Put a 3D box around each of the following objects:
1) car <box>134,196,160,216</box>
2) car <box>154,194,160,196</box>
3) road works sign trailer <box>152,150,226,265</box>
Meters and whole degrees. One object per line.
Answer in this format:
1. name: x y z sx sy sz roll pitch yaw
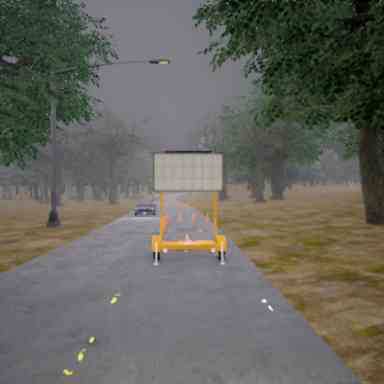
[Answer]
1. car: -4.094 1.368 30.085 2.033 1.411 5.357 0 0 -3
2. car: -7.353 1.240 70.036 1.812 1.442 4.674 0 0 -5
3. road works sign trailer: -0.126 0.388 11.387 2.380 3.560 2.880 0 0 -2
